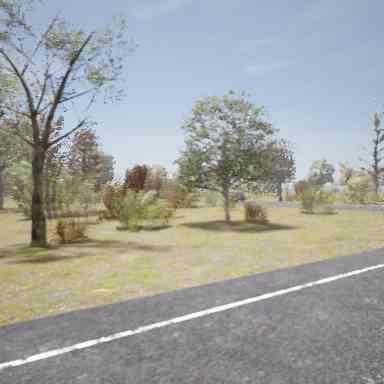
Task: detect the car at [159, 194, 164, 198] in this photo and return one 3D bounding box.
[{"bbox_3d":[-7.749,1.000,79.966,2.097,1.767,4.553,0,0,-32],"label":"car"}]

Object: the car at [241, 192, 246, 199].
[{"bbox_3d":[8.629,0.963,68.667,2.150,2.045,5.566,0,0,-37],"label":"car"}]
